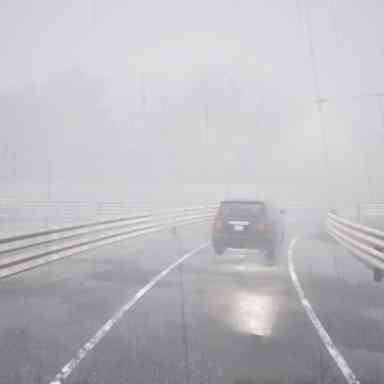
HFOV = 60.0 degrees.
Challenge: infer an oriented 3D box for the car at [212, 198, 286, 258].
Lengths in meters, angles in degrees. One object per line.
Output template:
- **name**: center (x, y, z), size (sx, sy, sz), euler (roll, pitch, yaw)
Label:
- **car**: center (2.406, 1.253, 13.230), size (2.150, 2.045, 5.566), euler (0, 0, 20)
